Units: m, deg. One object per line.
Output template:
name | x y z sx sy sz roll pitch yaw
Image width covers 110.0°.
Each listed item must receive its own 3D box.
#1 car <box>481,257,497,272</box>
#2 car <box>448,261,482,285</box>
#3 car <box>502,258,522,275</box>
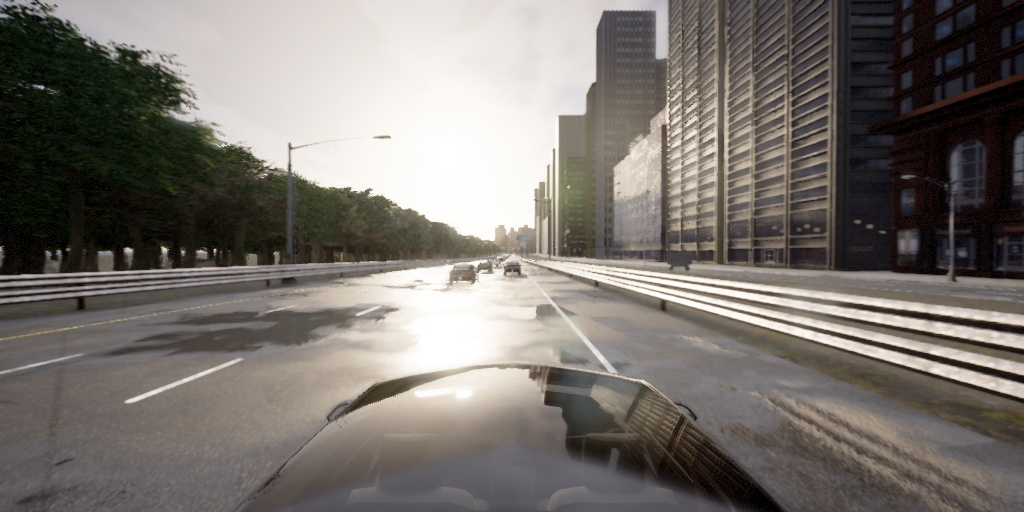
car | -3.612 1.315 48.815 2.128 1.511 4.902 0 0 0
car | -3.533 1.284 26.820 1.837 1.490 4.892 0 0 0
car | 0.026 1.308 40.602 1.837 1.490 4.892 0 0 0
